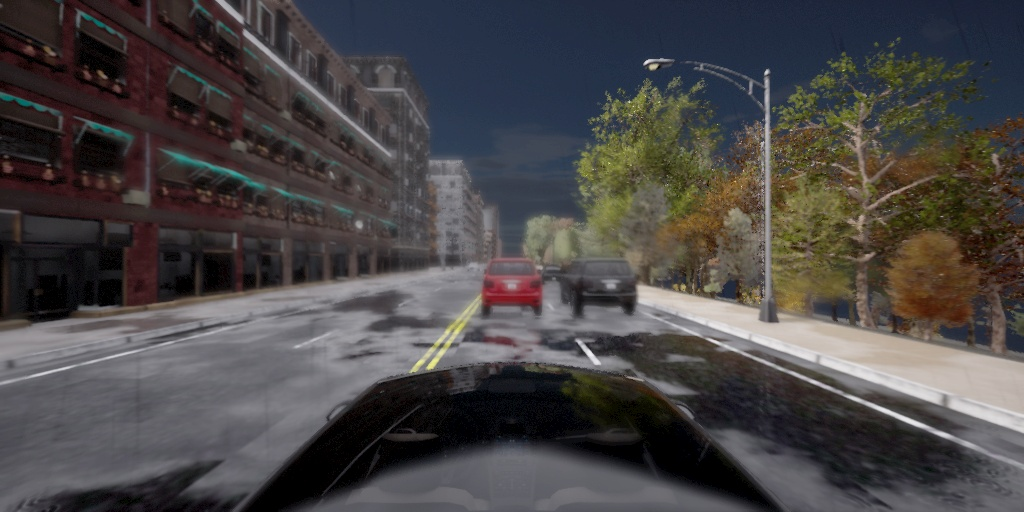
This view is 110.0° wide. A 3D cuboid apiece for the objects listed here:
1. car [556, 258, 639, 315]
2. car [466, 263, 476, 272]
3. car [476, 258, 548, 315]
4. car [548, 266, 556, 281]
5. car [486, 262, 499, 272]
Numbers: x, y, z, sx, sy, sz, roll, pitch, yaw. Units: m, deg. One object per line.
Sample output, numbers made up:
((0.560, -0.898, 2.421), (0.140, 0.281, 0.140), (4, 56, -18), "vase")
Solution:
((3.266, 1.098, 14.386), (2.150, 2.045, 5.566), (0, 0, 0), "car")
((-6.510, 1.870, 61.017), (1.812, 1.442, 4.674), (0, -1, 0), "car")
((0.016, 1.099, 14.414), (2.150, 2.045, 5.566), (0, 0, 0), "car")
((3.279, 1.538, 30.357), (1.837, 1.490, 4.892), (0, 0, 0), "car")
((-3.256, 1.857, 61.408), (1.837, 1.490, 4.892), (0, -1, 0), "car")
